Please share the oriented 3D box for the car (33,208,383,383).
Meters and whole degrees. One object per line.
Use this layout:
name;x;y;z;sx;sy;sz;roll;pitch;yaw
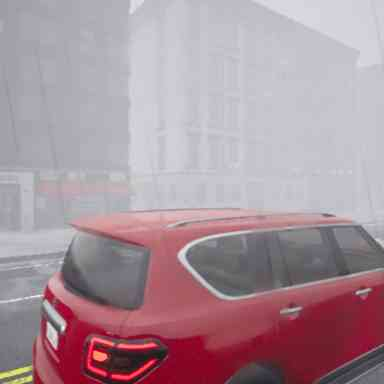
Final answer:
car;1.073;1.227;4.204;5.566;2.045;2.150;0;0;-35
